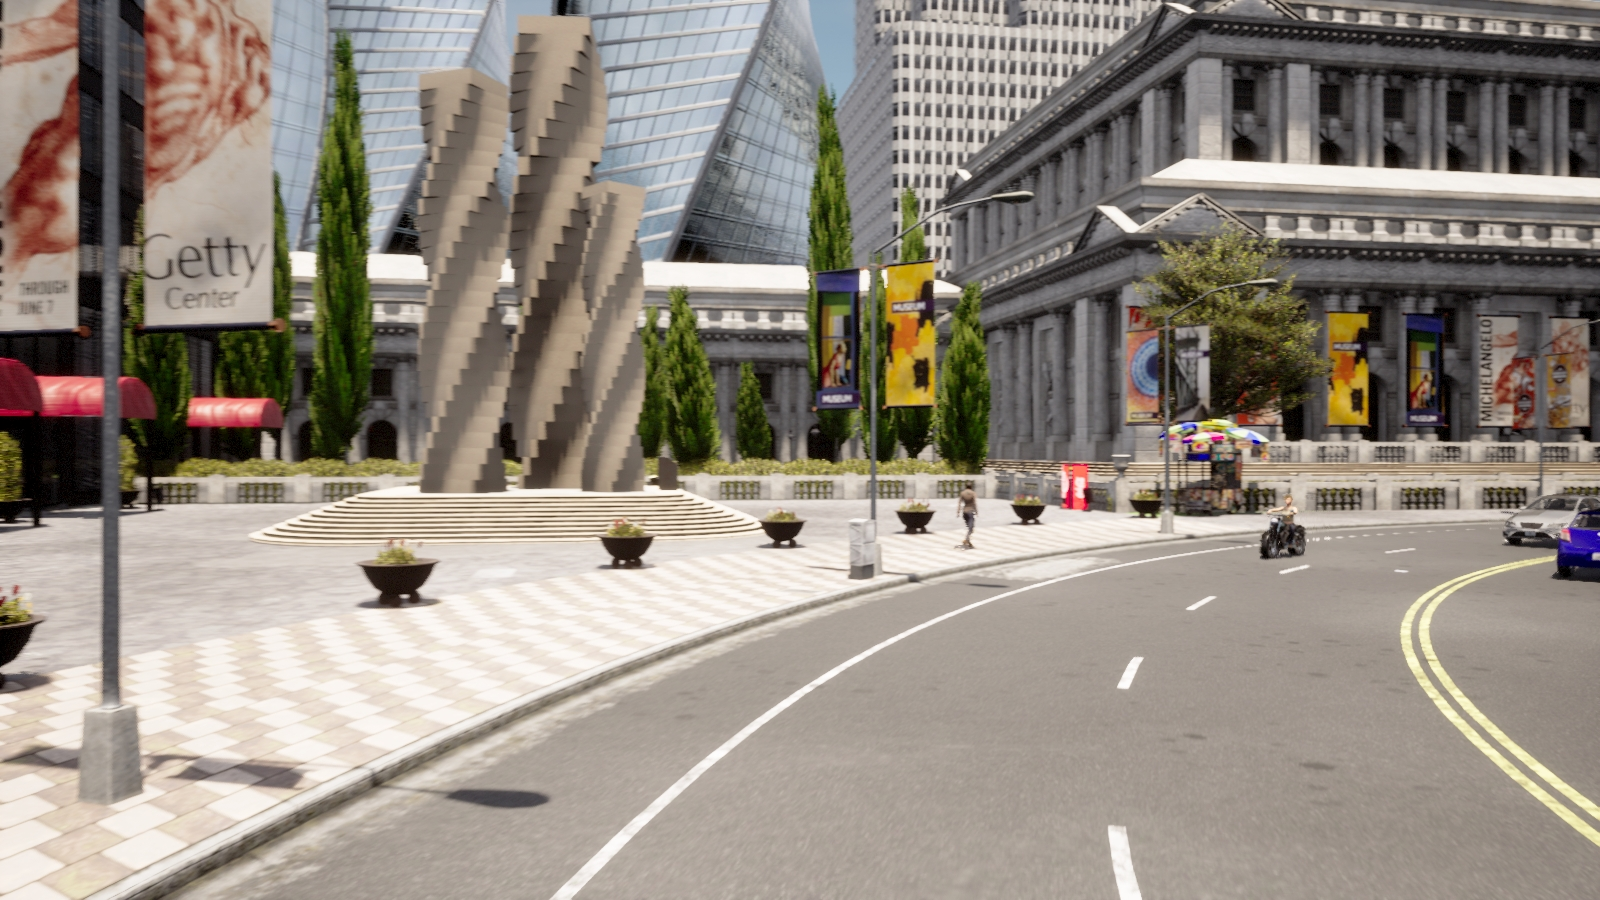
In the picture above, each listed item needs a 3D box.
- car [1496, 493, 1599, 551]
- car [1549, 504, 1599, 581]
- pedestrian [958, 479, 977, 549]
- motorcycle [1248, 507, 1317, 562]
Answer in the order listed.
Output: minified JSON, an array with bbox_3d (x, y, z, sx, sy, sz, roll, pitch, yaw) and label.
[{"bbox_3d":[22.645,2.087,33.959,4.193,1.474,1.816,0,0,-35],"label":"car"},{"bbox_3d":[18.380,2.055,25.724,1.845,1.501,3.633,0,0,45],"label":"car"},{"bbox_3d":[4.468,1.700,30.461,0.375,1.860,0.375,0,0,31],"label":"pedestrian"},{"bbox_3d":[12.638,2.181,29.893,2.356,1.277,0.764,0,0,-44],"label":"motorcycle"}]
